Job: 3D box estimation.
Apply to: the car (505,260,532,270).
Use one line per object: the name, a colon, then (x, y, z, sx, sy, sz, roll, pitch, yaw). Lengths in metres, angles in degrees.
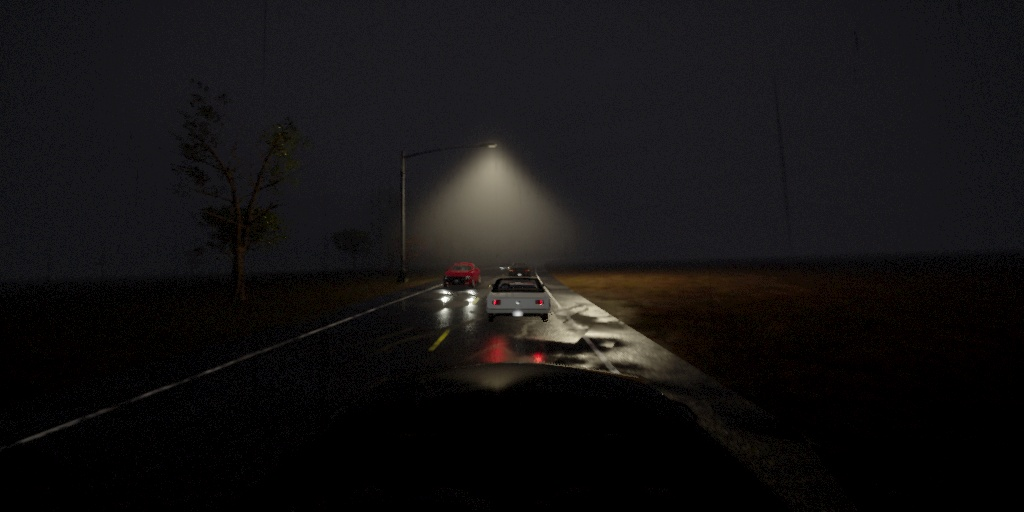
car: (0.664, 1.269, 30.096, 1.812, 1.442, 4.674, 0, 0, 2)

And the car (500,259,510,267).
car: (-0.984, 1.270, 64.854, 2.033, 1.411, 5.357, 0, 0, 5)

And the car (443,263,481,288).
car: (-3.234, 1.220, 23.863, 1.882, 1.535, 5.008, 0, 0, 2)

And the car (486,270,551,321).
car: (0.205, 1.349, 12.409, 1.895, 1.301, 4.718, 0, 0, 1)
